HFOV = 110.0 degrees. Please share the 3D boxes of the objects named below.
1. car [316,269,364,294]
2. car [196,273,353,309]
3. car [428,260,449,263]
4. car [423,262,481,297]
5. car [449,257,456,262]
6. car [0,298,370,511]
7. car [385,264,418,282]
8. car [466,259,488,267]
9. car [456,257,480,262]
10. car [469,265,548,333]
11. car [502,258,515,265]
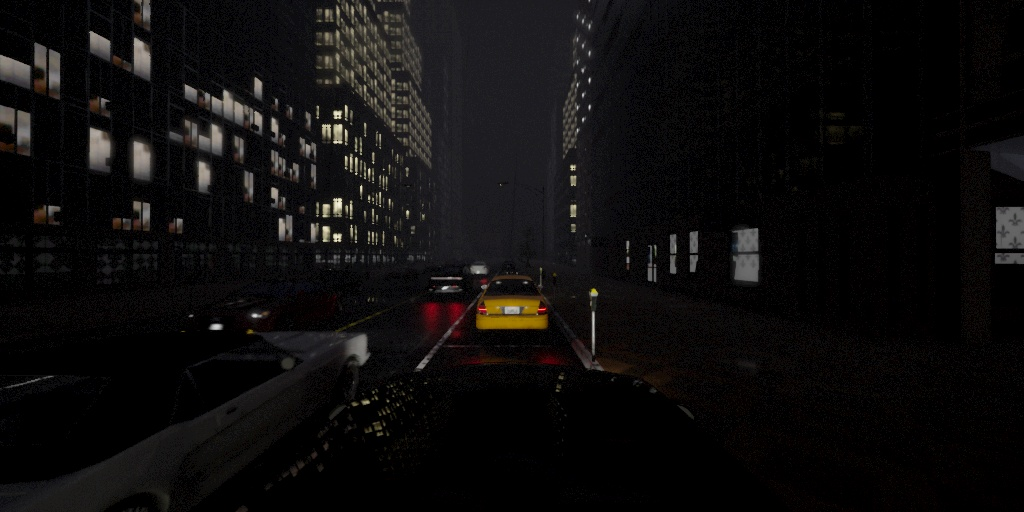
[{"bbox_3d":[-8.836,1.313,17.650,1.948,1.339,4.313,0,0,0],"label":"car"},{"bbox_3d":[-6.246,1.313,9.566,1.994,1.385,4.181,0,0,0],"label":"car"},{"bbox_3d":[-8.836,1.286,40.419,2.007,1.370,4.403,0,0,0],"label":"car"},{"bbox_3d":[-3.045,1.240,18.731,2.128,1.511,4.902,0,0,0],"label":"car"},{"bbox_3d":[-8.836,1.273,51.803,1.888,1.381,4.507,0,0,0],"label":"car"},{"bbox_3d":[-3.044,1.351,3.256,1.895,1.301,4.718,0,0,0],"label":"car"},{"bbox_3d":[-8.835,1.325,29.033,1.802,1.307,4.207,0,0,0],"label":"car"},{"bbox_3d":[-3.145,1.265,35.339,1.812,1.442,4.674,0,0,0],"label":"car"},{"bbox_3d":[-6.146,0.923,50.663,2.033,1.411,5.357,0,0,0],"label":"car"},{"bbox_3d":[0.004,1.206,10.689,1.801,1.575,5.366,0,0,0],"label":"car"},{"bbox_3d":[-0.455,1.298,46.099,1.948,1.339,4.313,0,0,0],"label":"car"}]
